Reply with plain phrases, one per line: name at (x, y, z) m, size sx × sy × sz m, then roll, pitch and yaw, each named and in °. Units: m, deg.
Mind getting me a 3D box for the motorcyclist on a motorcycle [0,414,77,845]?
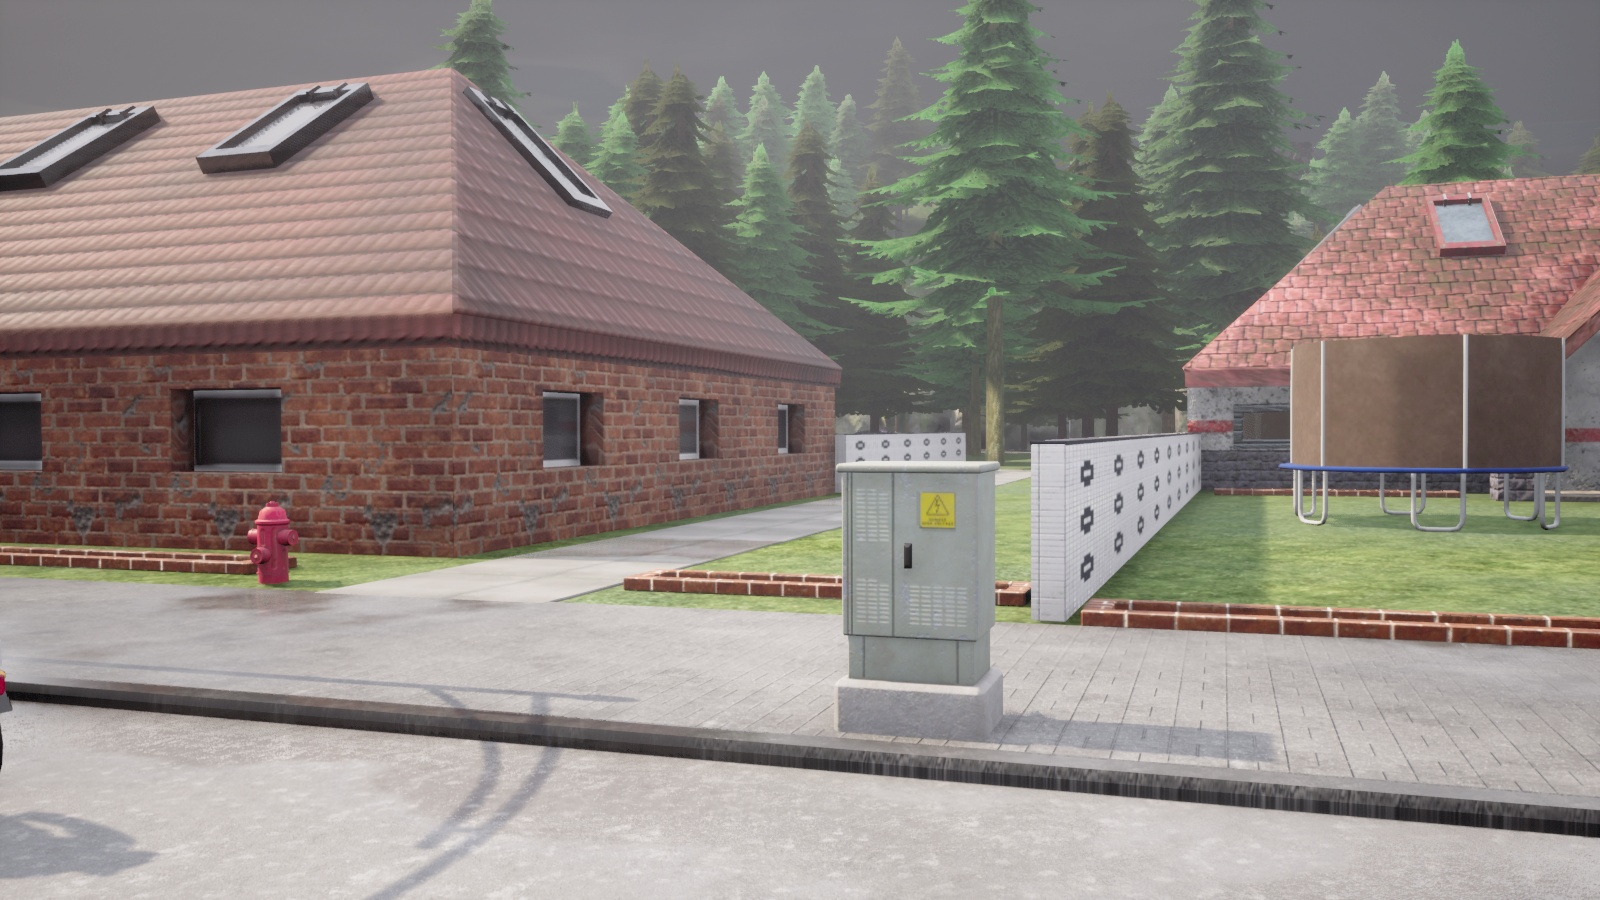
motorcyclist on a motorcycle at (-4.188, 0.679, 5.127) m, size 2.350 × 1.649 × 0.766 m, roll 0°, pitch 1°, yaw 19°
